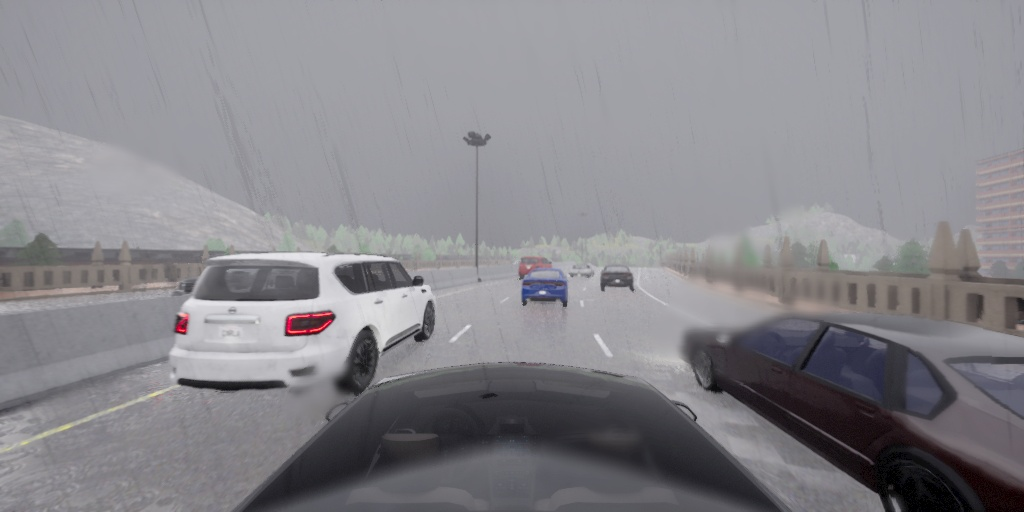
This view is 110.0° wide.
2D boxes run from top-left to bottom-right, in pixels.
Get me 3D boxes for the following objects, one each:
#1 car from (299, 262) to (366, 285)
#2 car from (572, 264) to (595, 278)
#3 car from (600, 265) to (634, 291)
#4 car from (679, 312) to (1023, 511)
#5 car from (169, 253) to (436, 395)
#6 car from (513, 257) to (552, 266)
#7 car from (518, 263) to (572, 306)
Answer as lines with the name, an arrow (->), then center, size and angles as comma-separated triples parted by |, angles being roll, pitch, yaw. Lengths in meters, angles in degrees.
car -> -13.864, 1.295, 28.088 | 1.882, 1.535, 5.008 | 0, 0, 15
car -> 6.959, 1.472, 35.214 | 1.895, 1.301, 4.718 | 0, 0, 20
car -> 6.678, 1.308, 22.963 | 1.882, 1.535, 5.008 | 0, 0, 14
car -> 3.673, 1.309, 3.663 | 2.033, 1.411, 5.357 | 0, 0, 3
car -> -3.117, 0.984, 6.841 | 2.150, 2.045, 5.566 | 0, 0, 3
car -> 2.245, 1.076, 32.322 | 2.150, 2.045, 5.566 | 0, 0, 19
car -> 1.614, 1.278, 16.308 | 1.882, 1.535, 5.008 | 0, 0, 10
